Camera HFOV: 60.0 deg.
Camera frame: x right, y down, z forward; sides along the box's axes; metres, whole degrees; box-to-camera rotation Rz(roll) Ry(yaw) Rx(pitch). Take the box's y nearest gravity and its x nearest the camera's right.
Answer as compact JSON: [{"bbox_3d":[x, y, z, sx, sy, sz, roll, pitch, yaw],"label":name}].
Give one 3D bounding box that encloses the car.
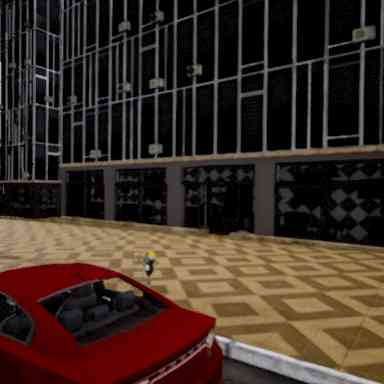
[{"bbox_3d":[-1.811,1.545,3.961,4.507,1.381,1.887,0,1,36],"label":"car"}]
